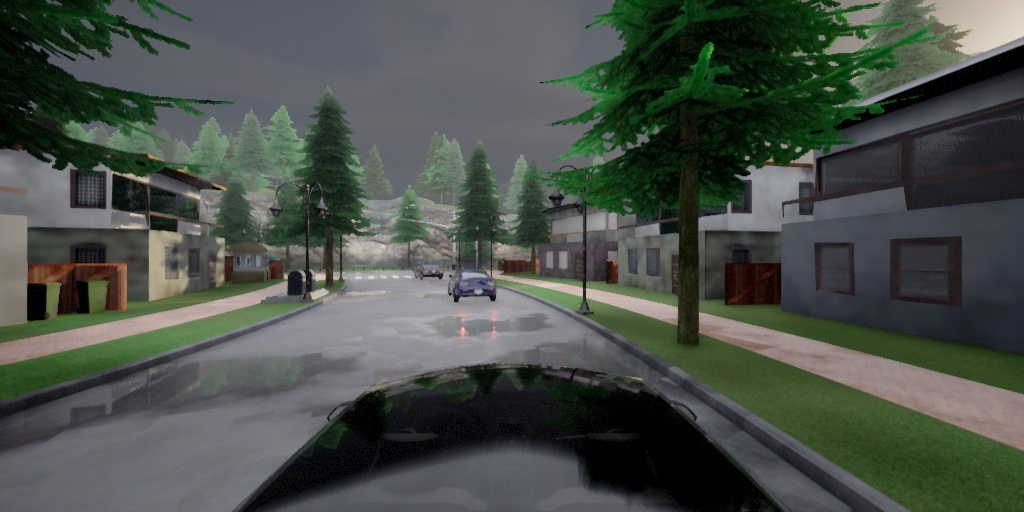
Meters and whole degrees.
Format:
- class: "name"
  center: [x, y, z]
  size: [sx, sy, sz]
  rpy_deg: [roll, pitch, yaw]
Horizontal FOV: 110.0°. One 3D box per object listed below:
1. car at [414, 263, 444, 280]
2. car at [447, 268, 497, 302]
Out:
- class: "car"
  center: [-7.272, 1.310, 31.090]
  size: [2.033, 1.411, 5.357]
  rpy_deg: [0, 0, -23]
- class: "car"
  center: [-1.937, 1.280, 16.807]
  size: [1.812, 1.442, 4.674]
  rpy_deg: [0, 0, -14]
